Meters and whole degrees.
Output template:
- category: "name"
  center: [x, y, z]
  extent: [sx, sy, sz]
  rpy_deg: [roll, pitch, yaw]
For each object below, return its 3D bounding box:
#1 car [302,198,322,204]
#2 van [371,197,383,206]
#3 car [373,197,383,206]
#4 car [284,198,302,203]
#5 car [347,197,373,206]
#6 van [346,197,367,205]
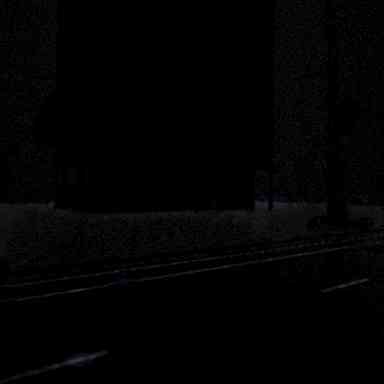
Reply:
- category: "car"
  center: [31.295, 2.294, 85.699]
  extent: [1.802, 1.307, 4.206]
  rpy_deg: [1, -1, -36]
- category: "van"
  center: [41.191, 2.058, 71.837]
  extent: [1.690, 1.788, 3.998]
  rpy_deg: [1, -1, -36]
- category: "car"
  center: [37.552, 1.927, 62.263]
  extent: [2.192, 1.841, 5.009]
  rpy_deg: [1, -1, -36]
- category: "car"
  center: [27.997, 2.295, 90.321]
  extent: [1.802, 1.307, 4.206]
  rpy_deg: [1, -1, -36]
- category: "car"
  center: [34.251, 2.191, 66.883]
  extent: [1.802, 1.307, 4.206]
  rpy_deg: [1, -1, -36]
- category: "van"
  center: [37.893, 2.055, 76.458]
  extent: [1.690, 1.788, 3.998]
  rpy_deg: [1, -1, -36]
